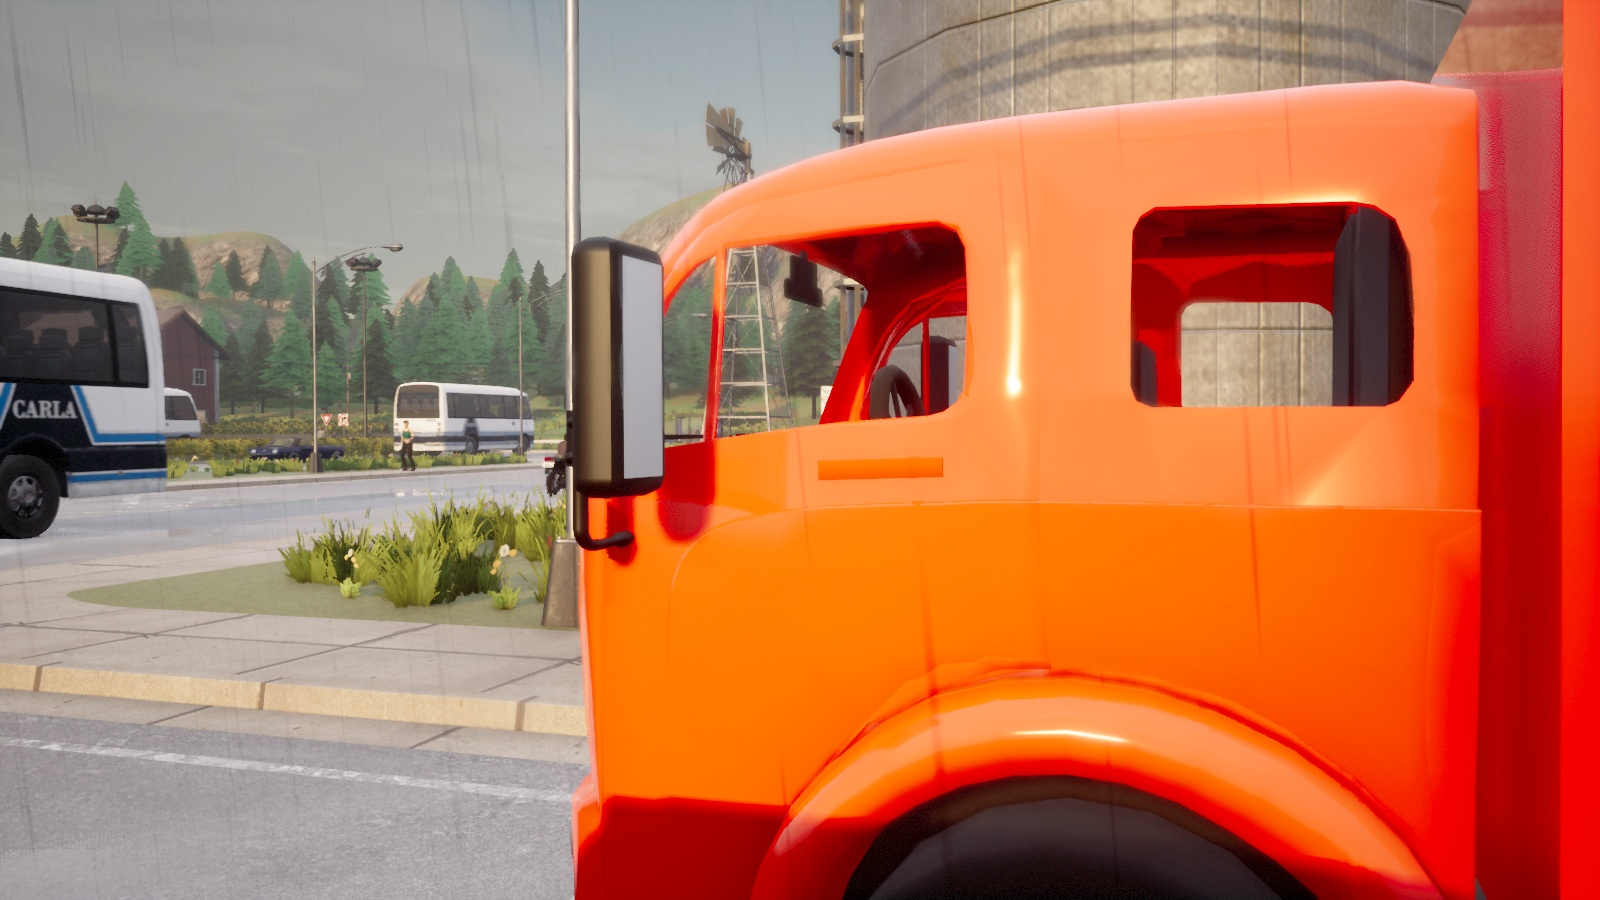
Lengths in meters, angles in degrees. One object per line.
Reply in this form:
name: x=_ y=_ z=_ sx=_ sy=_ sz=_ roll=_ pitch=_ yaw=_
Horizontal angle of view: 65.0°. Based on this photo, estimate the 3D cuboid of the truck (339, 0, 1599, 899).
truck: x=2.132 y=0.309 z=2.437 sx=5.204 sy=2.467 sz=2.627 roll=1 pitch=1 yaw=20

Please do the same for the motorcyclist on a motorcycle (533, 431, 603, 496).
motorcyclist on a motorcycle: x=-5.578 y=0.302 z=30.309 sx=0.797 sy=1.523 sz=2.044 roll=1 pitch=1 yaw=18

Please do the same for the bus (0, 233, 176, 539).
bus: x=-13.393 y=-0.860 z=16.210 sx=3.944 sy=4.253 sz=10.273 roll=0 pitch=1 yaw=13

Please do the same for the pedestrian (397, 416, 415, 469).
pedestrian: x=-13.757 y=-0.272 z=43.867 sx=0.345 sy=1.836 sz=0.594 roll=0 pitch=1 yaw=17

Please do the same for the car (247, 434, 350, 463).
car: x=-23.586 y=-0.111 z=59.283 sx=1.895 sy=1.301 sz=4.718 roll=1 pitch=1 yaw=19

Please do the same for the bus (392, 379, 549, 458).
bus: x=-18.991 y=-1.795 z=73.334 sx=3.944 sy=4.253 sz=10.273 roll=1 pitch=1 yaw=18

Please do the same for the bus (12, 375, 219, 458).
bus: x=-38.101 y=-1.823 z=70.588 sx=3.944 sy=4.253 sz=10.273 roll=1 pitch=1 yaw=18
